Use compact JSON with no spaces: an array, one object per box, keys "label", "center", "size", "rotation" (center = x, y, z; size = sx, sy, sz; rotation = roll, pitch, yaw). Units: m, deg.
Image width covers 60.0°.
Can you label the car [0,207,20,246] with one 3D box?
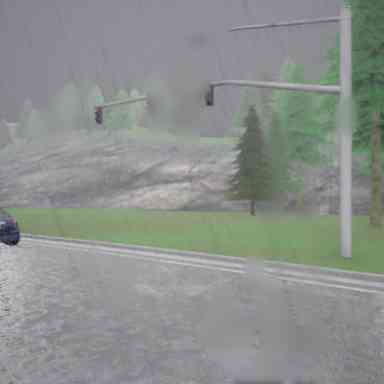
[{"label":"car","center":[-9.244,1.345,13.681],"size":[4.553,1.767,2.097],"rotation":[0,0,30]}]
